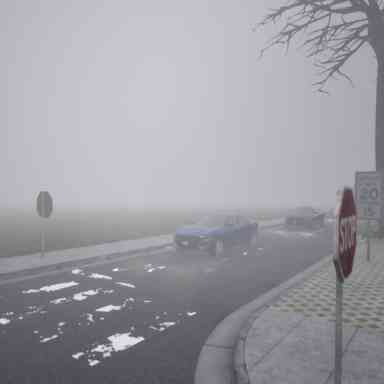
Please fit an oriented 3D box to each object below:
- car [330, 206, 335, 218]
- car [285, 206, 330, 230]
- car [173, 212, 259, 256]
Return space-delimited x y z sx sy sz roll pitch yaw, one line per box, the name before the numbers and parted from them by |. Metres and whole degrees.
car | 15.318 2.088 34.326 1.994 1.385 4.181 0 -1 36
car | 8.440 1.836 24.629 1.882 1.535 5.008 0 -1 35
car | 1.188 1.660 14.382 1.882 1.535 5.008 0 -1 35
